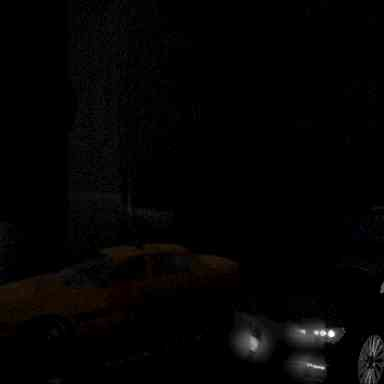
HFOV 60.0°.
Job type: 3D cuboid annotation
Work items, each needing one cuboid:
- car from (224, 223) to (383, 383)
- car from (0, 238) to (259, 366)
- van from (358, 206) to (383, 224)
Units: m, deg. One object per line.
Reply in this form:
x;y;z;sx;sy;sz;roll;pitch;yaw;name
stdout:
2.694;1.512;5.318;4.902;1.511;2.128;0;0;-36;car
-1.224;1.534;5.783;4.829;1.417;1.752;0;0;-36;car
7.749;1.394;12.224;3.998;1.788;1.690;0;0;-36;van
